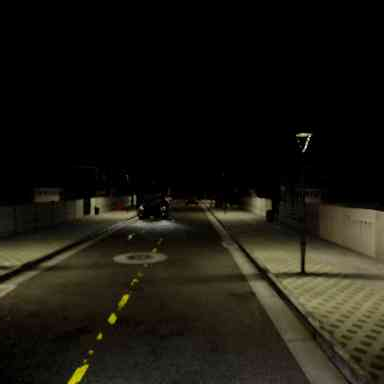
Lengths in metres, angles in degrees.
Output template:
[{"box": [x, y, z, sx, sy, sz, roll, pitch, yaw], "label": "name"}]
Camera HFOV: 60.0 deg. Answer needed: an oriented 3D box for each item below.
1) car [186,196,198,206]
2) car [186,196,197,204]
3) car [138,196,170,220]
[{"box": [-0.029, 1.284, 49.005, 2.033, 1.411, 5.357, 0, 0, 0], "label": "car"}, {"box": [-0.036, 1.328, 59.455, 1.895, 1.301, 4.718, 0, 0, 0], "label": "car"}, {"box": [-2.842, 1.167, 25.808, 2.097, 1.767, 4.553, 0, 0, 0], "label": "car"}]
